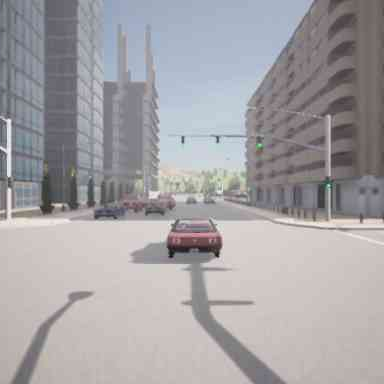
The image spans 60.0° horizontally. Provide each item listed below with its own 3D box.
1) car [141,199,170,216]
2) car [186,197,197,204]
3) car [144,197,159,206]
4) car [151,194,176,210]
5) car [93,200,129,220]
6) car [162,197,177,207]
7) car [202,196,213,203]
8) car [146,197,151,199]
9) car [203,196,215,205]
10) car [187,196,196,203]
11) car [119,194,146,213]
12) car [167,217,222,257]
[{"bbox_3d":[-3.640,1.662,34.006,1.895,1.301,4.718,0,0,0],"label":"car"},{"bbox_3d":[-0.104,1.677,64.003,1.994,1.385,4.181,0,0,0],"label":"car"},{"bbox_3d":[-7.096,1.653,59.063,2.033,1.411,5.357,0,0,0],"label":"car"},{"bbox_3d":[-3.638,1.300,43.767,2.150,2.045,5.566,0,0,0],"label":"car"},{"bbox_3d":[-7.141,1.654,29.234,1.895,1.301,4.718,0,0,0],"label":"car"},{"bbox_3d":[-3.587,1.588,53.989,2.128,1.511,4.902,0,0,0],"label":"car"},{"bbox_3d":[3.381,1.665,73.429,2.033,1.411,5.357,0,0,0],"label":"car"},{"bbox_3d":[-7.106,1.565,48.801,1.882,1.535,5.008,0,0,0],"label":"car"},{"bbox_3d":[3.397,1.713,63.397,1.895,1.301,4.718,0,0,0],"label":"car"},{"bbox_3d":[-0.121,1.684,73.936,1.994,1.385,4.181,0,0,0],"label":"car"},{"bbox_3d":[-7.147,1.292,38.997,2.150,2.045,5.566,0,0,0],"label":"car"},{"bbox_3d":[0.079,1.651,13.227,1.895,1.301,4.718,0,0,0],"label":"car"}]
